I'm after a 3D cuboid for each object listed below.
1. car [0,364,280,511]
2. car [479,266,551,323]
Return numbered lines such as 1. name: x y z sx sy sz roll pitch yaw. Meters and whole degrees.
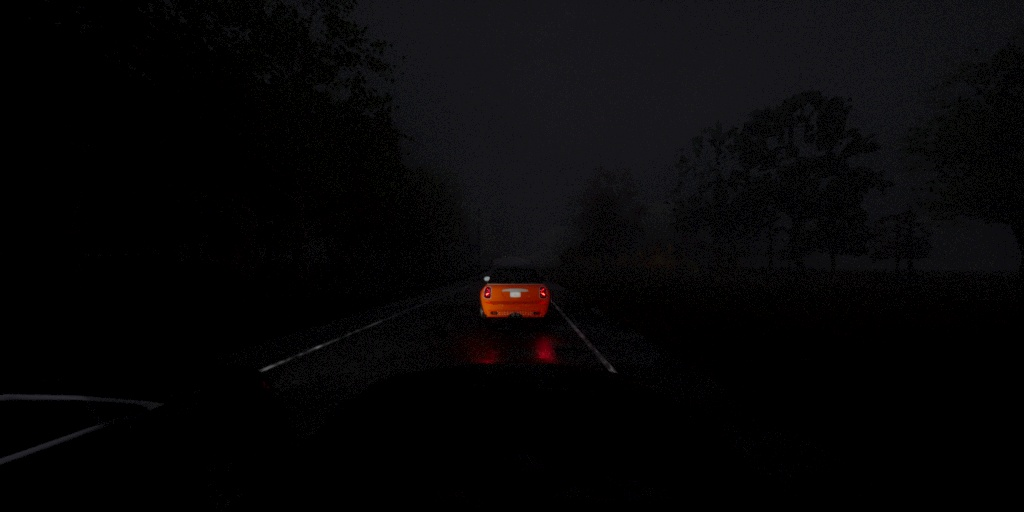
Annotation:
1. car: -3.107 1.242 1.345 2.128 1.511 4.902 0 0 2
2. car: 0.093 1.102 12.200 2.097 1.767 4.553 0 0 0
